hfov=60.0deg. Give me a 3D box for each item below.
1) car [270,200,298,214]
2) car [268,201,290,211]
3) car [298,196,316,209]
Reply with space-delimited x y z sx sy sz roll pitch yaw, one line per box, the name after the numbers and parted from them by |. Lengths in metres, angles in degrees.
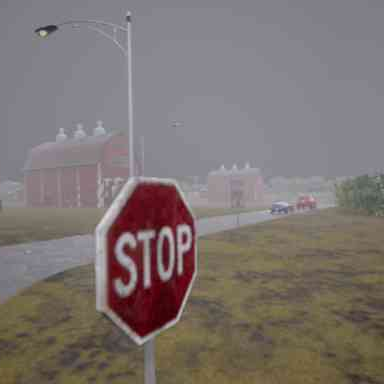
10.612 1.763 39.056 1.812 1.442 4.674 -2 -1 30 | car
12.720 1.964 48.308 1.994 1.385 4.181 -2 -2 30 | car
17.800 1.610 51.672 2.150 2.045 5.566 -2 -2 30 | car
